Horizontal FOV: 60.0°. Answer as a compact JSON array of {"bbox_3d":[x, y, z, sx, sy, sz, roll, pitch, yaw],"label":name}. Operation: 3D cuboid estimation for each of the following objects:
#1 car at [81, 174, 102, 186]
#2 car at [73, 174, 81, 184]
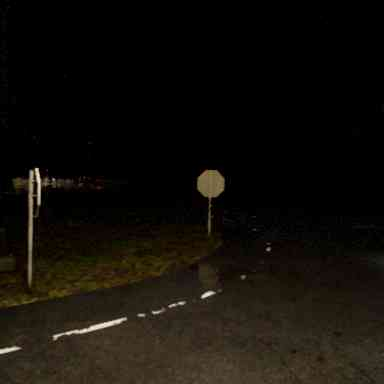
[{"bbox_3d":[-15.706,-1.744,52.787,1.837,1.490,4.892,0,4,-32],"label":"car"},{"bbox_3d":[-19.527,-2.343,58.639,2.097,1.767,4.553,0,4,-33],"label":"car"}]
